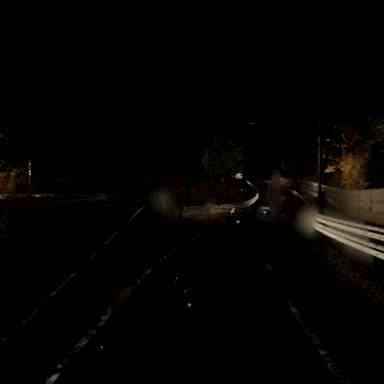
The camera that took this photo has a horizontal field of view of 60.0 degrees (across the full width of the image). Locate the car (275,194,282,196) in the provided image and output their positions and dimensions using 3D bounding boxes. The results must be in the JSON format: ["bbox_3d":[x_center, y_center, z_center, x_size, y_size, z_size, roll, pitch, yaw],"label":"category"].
[{"bbox_3d":[18.816,1.177,72.220,2.097,1.767,4.553,1,4,13],"label":"car"}]

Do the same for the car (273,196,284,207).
[{"bbox_3d":[16.365,1.957,62.861,1.994,1.385,4.181,1,2,15],"label":"car"}]

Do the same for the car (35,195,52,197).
[{"bbox_3d":[-27.963,1.340,64.484,2.033,1.411,5.357,0,0,-6],"label":"car"}]

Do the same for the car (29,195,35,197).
[{"bbox_3d":[-31.489,1.287,64.580,2.128,1.511,4.902,0,0,-6],"label":"car"}]

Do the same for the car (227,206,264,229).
[{"bbox_3d":[3.952,1.936,25.491,2.128,1.511,4.902,0,-1,18],"label":"car"}]

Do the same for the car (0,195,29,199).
[{"bbox_3d":[-26.476,1.350,48.882,2.033,1.411,5.357,0,0,-5],"label":"car"}]

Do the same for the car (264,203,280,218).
[{"bbox_3d":[8.835,2.308,39.266,1.994,1.385,4.181,1,0,20],"label":"car"}]

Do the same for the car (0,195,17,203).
[{"bbox_3d":[-34.801,1.277,62.482,1.812,1.442,4.674,0,0,-6],"label":"car"}]
